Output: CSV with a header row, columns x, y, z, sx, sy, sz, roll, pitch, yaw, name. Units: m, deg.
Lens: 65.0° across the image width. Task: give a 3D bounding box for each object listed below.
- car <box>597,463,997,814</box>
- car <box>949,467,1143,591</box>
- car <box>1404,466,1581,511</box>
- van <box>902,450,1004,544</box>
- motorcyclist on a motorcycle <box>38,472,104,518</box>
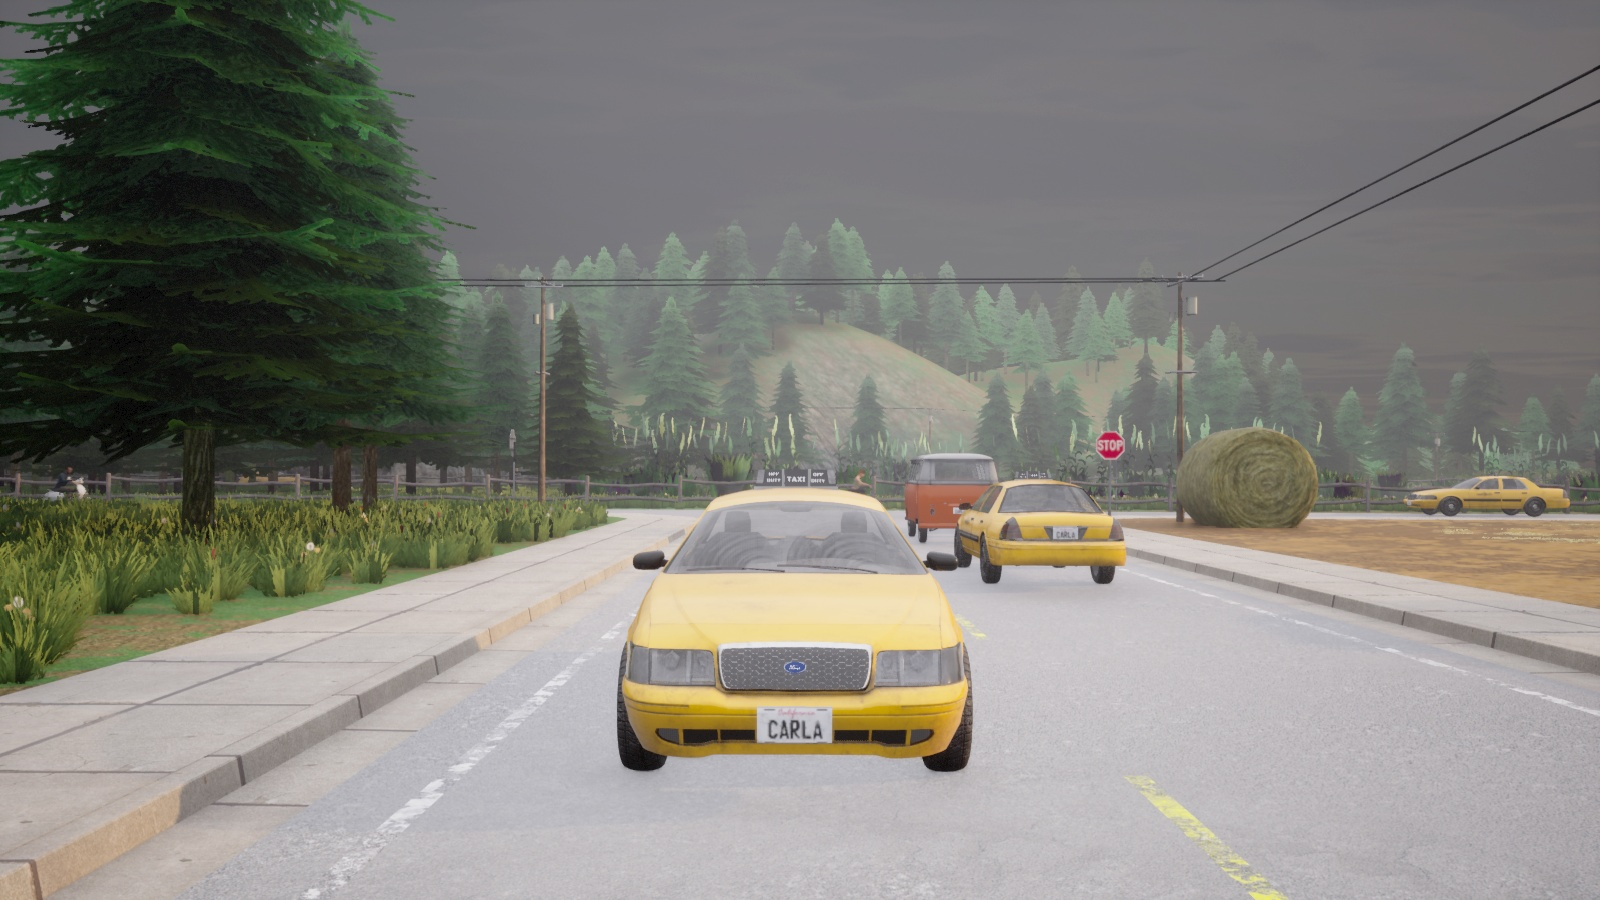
x,y,z,sx,sy,sz,roll,pitch,yaw,name
-0.022,0.894,8.352,1.801,1.575,5.366,0,-1,0,car
3.451,1.053,18.681,1.801,1.575,5.366,0,-1,0,car
24.997,1.380,45.474,5.366,1.575,1.801,0,-1,3,car
3.424,1.038,28.899,1.775,1.987,4.442,0,-1,0,van
-25.618,1.579,44.151,1.817,1.590,0.866,0,-1,1,motorcyclist on a motorcycle
